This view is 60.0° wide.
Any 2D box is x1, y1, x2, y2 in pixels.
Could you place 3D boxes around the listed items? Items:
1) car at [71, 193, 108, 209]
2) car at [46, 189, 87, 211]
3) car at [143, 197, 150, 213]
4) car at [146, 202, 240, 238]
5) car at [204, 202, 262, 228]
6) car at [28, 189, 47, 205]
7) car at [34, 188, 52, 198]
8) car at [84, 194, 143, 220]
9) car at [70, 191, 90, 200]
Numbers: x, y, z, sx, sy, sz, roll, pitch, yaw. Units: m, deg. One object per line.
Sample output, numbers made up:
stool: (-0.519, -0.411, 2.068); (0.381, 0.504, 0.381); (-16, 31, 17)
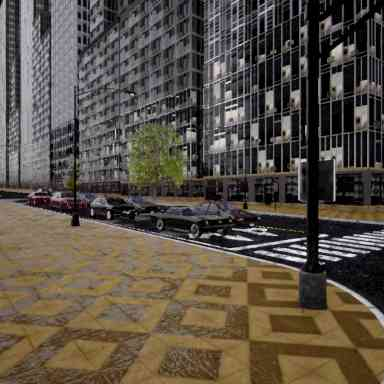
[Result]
car: (-11.159, 0.912, 35.912); (2.033, 1.411, 5.357); (0, 1, -38)
car: (-11.812, 0.777, 31.472); (2.097, 1.767, 4.553); (0, 1, -38)
car: (-4.654, 1.105, 27.613); (2.033, 1.411, 5.357); (0, 1, -37)
car: (-0.105, 1.373, 16.561); (1.895, 1.301, 4.718); (0, 1, -38)
car: (1.618, 1.291, 19.680); (2.033, 1.411, 5.357); (0, 1, -36)
car: (-18.122, 0.713, 39.594); (1.882, 1.535, 5.008); (0, 1, -37)
car: (-28.513, 0.112, 63.694); (2.097, 1.767, 4.553); (0, 1, -38)
car: (-5.696, 1.111, 23.670); (1.837, 1.490, 4.892); (0, 1, -38)
car: (-19.261, 0.558, 57.135); (1.895, 1.301, 4.718); (0, 1, -38)
